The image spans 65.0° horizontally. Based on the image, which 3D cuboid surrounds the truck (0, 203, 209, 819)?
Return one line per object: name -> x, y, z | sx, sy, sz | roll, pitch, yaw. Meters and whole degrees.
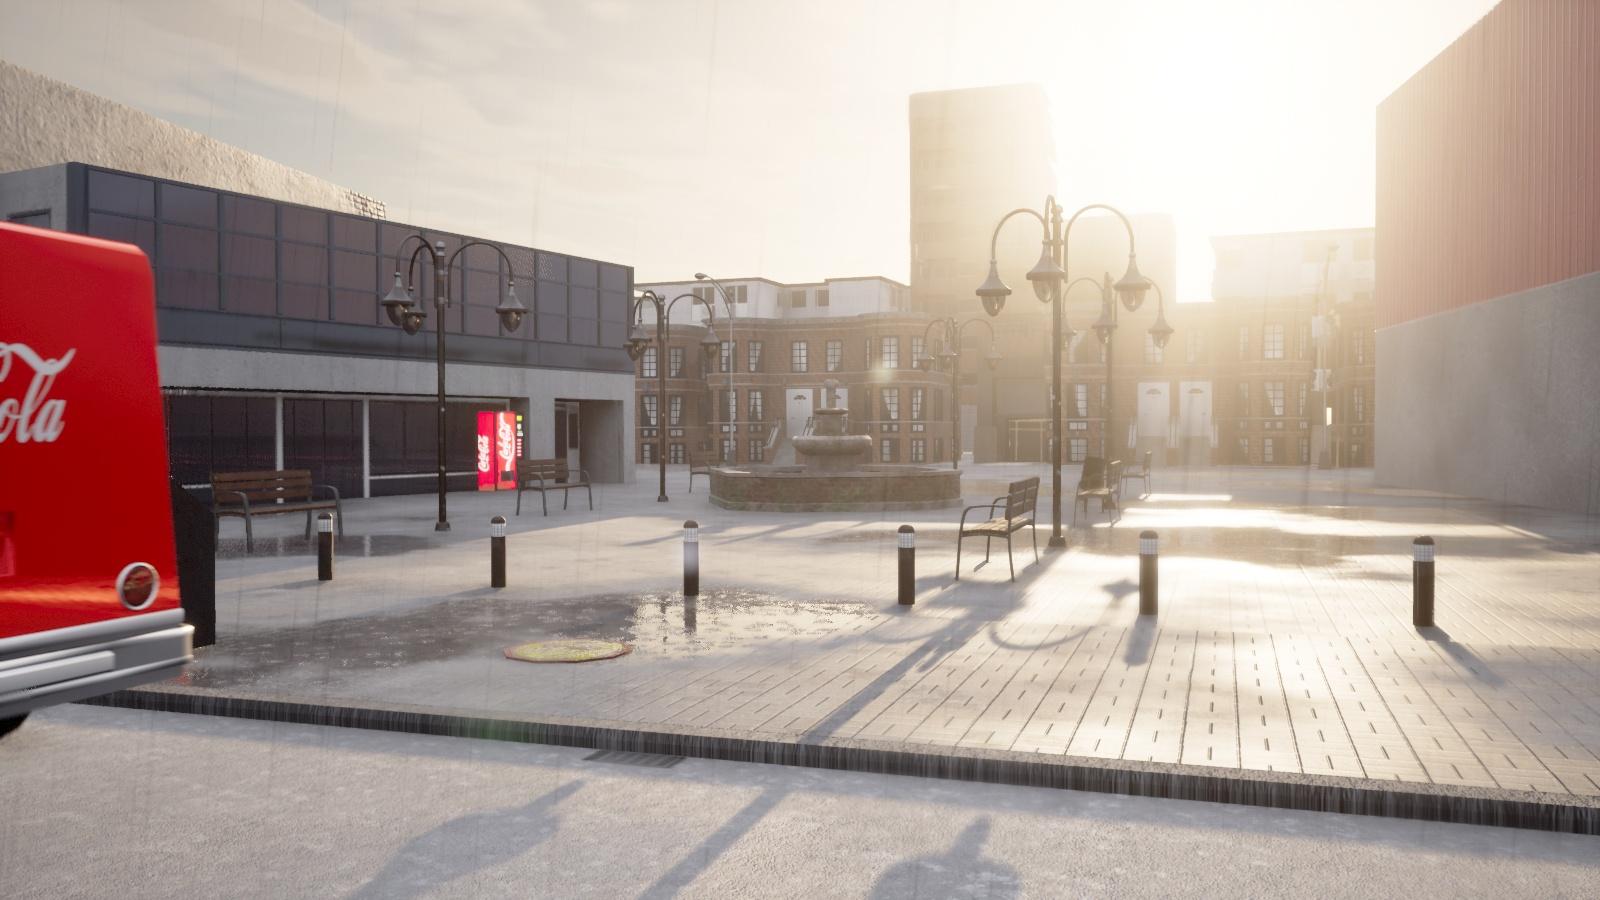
truck -> -5.740, 0.228, 5.641 | 5.204, 2.467, 2.627 | 1, 1, 19
